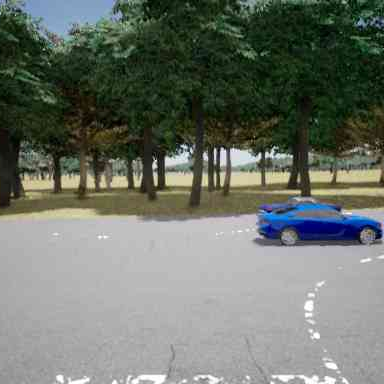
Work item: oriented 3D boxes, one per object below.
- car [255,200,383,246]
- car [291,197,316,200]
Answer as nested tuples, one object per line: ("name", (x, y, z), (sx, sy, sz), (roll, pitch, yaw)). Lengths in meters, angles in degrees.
("car", (5.164, 1.281, 13.757), (5.008, 1.535, 1.882), (-1, 3, 0))
("car", (6.581, 1.030, 20.768), (4.718, 1.301, 1.895), (-2, 3, 0))
